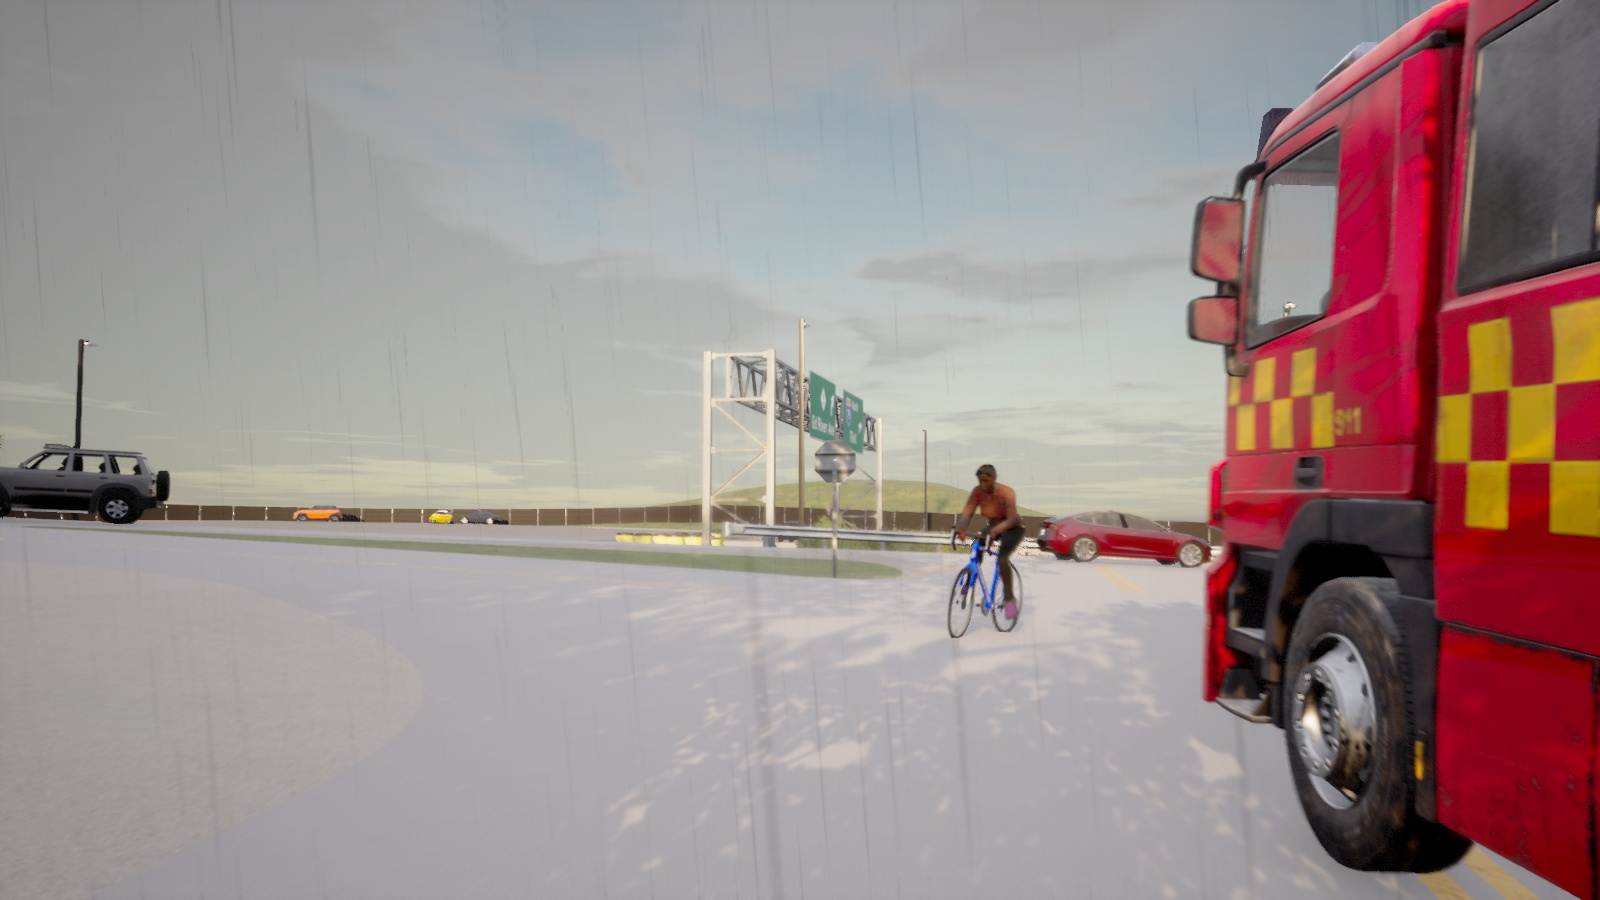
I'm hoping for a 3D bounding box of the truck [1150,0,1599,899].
[{"bbox_3d":[3.493,-0.277,2.878,2.891,3.827,8.468,1,-1,0],"label":"truck"}]

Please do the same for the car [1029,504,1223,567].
[{"bbox_3d":[9.086,2.387,35.246,4.792,1.488,2.163,3,-3,-4],"label":"car"}]

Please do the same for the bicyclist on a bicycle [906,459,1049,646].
[{"bbox_3d":[1.713,0.945,11.897,0.582,1.620,1.656,3,-1,34],"label":"bicyclist on a bicycle"}]

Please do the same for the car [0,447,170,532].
[{"bbox_3d":[-17.942,0.953,30.322,4.605,1.855,1.932,3,-4,-21],"label":"car"}]
